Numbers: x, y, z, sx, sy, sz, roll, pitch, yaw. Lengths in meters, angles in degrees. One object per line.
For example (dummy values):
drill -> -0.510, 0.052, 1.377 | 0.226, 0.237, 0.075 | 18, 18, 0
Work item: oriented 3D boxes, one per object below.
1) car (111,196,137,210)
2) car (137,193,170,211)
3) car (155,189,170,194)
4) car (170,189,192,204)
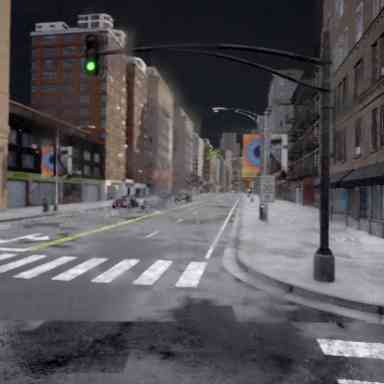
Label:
car -> -7.156, 1.167, 36.139 | 1.994, 1.385, 4.181 | 1, 1, 9
car -> -3.997, 1.171, 35.314 | 1.812, 1.442, 4.674 | 1, 1, 9
car -> -4.523, 0.444, 52.359 | 2.150, 2.045, 5.566 | 1, 0, 9
car -> -1.313, 0.573, 51.857 | 2.150, 2.045, 5.566 | 1, 0, 9
